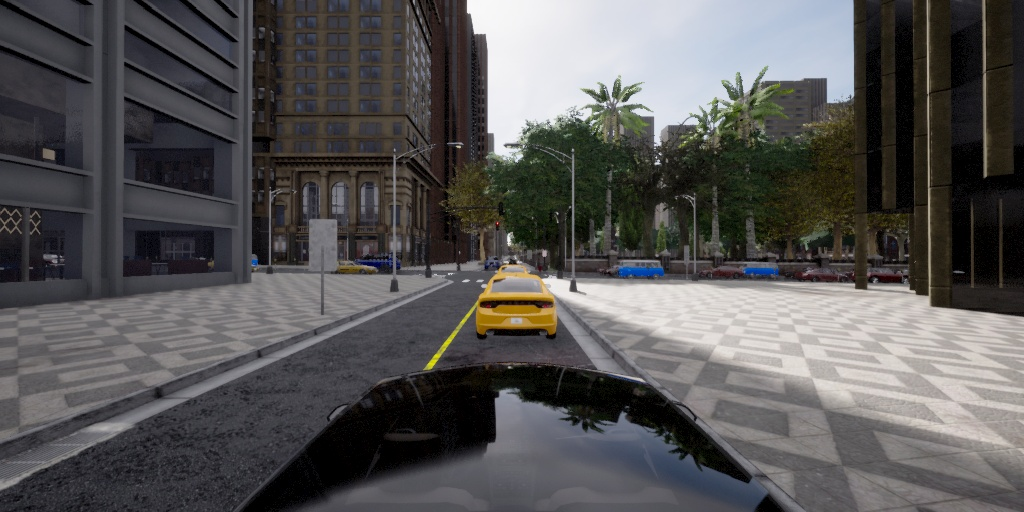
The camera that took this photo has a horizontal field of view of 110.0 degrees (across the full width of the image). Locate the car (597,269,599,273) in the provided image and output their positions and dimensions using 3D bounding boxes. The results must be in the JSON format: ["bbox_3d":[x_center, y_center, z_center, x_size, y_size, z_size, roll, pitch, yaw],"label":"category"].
[{"bbox_3d":[11.979,1.605,41.700,4.207,1.307,1.802,0,0,0],"label":"car"}]

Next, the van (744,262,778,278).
[{"bbox_3d":[28.549,1.638,41.598,3.998,1.789,1.690,0,0,0],"label":"van"}]

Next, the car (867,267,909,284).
[{"bbox_3d":[34.032,1.779,33.039,4.097,1.591,1.967,0,0,0],"label":"car"}]

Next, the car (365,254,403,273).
[{"bbox_3d":[-14.888,0.785,38.947,5.566,2.045,2.150,1,0,3],"label":"car"}]

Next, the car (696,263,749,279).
[{"bbox_3d":[22.598,1.710,38.974,4.674,1.442,1.812,1,0,0],"label":"car"}]

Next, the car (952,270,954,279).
[{"bbox_3d":[40.221,1.982,35.668,4.674,1.442,1.812,1,0,0],"label":"car"}]

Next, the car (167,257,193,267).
[{"bbox_3d":[-37.786,0.774,42.003,4.313,1.339,1.948,0,0,0],"label":"car"}]

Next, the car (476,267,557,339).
[{"bbox_3d":[0.111,1.230,10.124,1.882,1.535,5.008,0,0,0],"label":"car"}]

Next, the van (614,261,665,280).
[{"bbox_3d":[11.939,1.315,33.174,3.998,1.789,1.690,0,0,0],"label":"van"}]

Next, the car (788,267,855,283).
[{"bbox_3d":[28.509,1.830,33.073,4.207,1.307,1.802,0,0,0],"label":"car"}]

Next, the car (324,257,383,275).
[{"bbox_3d":[-14.978,1.053,33.339,4.829,1.417,1.751,0,0,0],"label":"car"}]

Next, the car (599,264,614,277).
[{"bbox_3d":[12.638,1.567,39.035,5.357,1.411,2.033,1,0,0],"label":"car"}]

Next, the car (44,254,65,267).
[{"bbox_3d":[-43.501,0.508,33.513,4.097,1.591,1.967,0,0,0],"label":"car"}]

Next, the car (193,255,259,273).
[{"bbox_3d":[-26.319,0.868,33.408,4.829,1.417,1.751,0,0,0],"label":"car"}]

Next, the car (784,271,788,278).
[{"bbox_3d":[33.042,1.904,38.901,5.357,1.411,2.033,1,0,1],"label":"car"}]

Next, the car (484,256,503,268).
[{"bbox_3d":[-2.981,1.034,54.577,2.150,2.045,5.566,0,0,0],"label":"car"}]

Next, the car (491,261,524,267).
[{"bbox_3d":[0.040,1.235,20.184,1.882,1.535,5.008,0,0,0],"label":"car"}]
